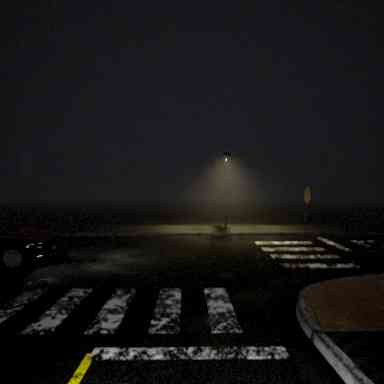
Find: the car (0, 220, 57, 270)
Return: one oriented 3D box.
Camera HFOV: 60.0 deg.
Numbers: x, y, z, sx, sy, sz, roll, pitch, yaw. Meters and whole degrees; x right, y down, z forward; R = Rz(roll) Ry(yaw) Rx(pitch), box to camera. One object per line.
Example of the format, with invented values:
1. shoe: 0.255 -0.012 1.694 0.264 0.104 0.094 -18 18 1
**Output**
1. car: -7.070 1.579 10.907 5.008 1.535 1.882 0 4 -2
